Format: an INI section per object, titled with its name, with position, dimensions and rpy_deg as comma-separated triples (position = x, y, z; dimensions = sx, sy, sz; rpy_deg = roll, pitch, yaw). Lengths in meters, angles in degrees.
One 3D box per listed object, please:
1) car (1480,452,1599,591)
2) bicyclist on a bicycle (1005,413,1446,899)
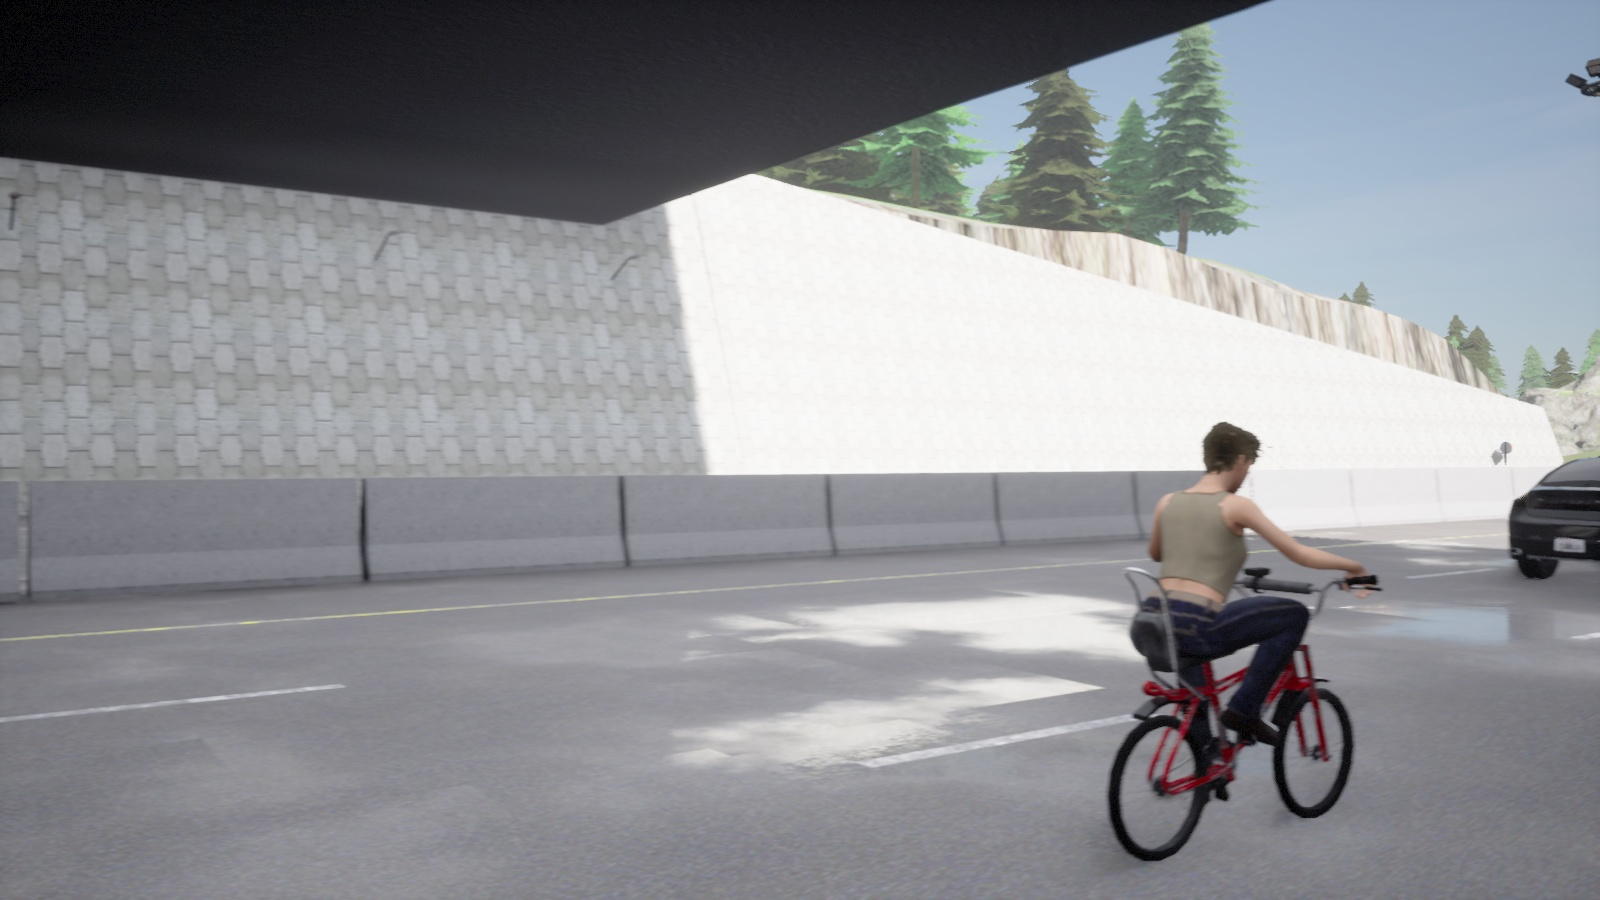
[car]
position = 10.401, 0.767, 15.172
dimensions = 4.892, 1.490, 1.837
rpy_deg = 0, 0, -35
[bicyclist on a bicycle]
position = 1.642, 0.690, 4.811
dimensions = 1.509, 1.612, 0.866
rpy_deg = 0, 0, -35
